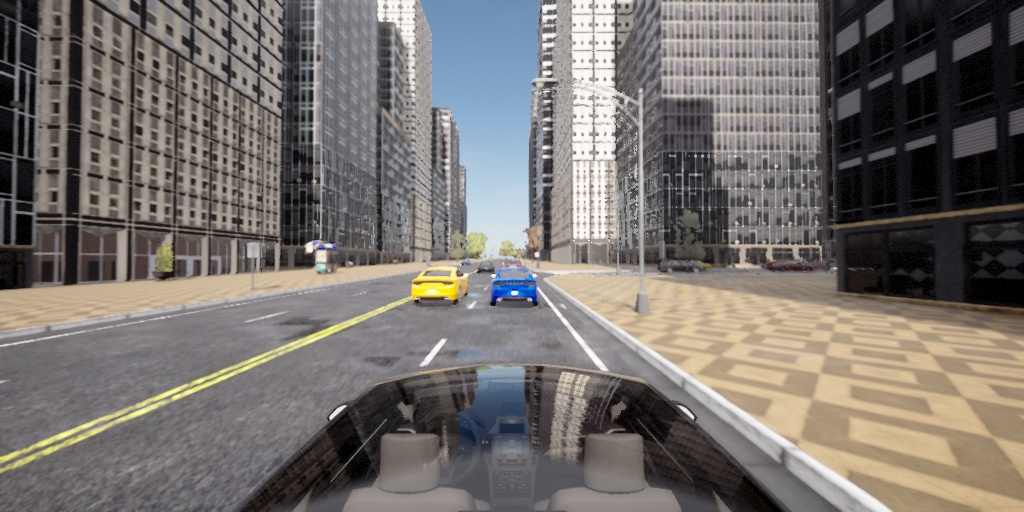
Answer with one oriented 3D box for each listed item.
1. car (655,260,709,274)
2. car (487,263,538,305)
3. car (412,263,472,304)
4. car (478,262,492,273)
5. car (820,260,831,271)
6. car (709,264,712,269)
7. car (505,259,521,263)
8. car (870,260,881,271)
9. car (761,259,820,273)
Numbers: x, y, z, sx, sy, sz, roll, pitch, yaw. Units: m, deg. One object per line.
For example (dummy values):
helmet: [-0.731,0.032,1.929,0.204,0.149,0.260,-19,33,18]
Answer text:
car: [16.685,1.077,35.863,4.403,1.370,2.007,0,0,-1]
car: [0.098,1.248,16.119,1.882,1.535,5.008,0,0,0]
car: [-3.152,1.248,16.557,1.882,1.535,5.008,0,0,0]
car: [-3.153,1.397,44.939,1.994,1.385,4.181,0,-1,0]
car: [34.523,1.022,41.867,4.181,1.385,1.994,-1,-1,0]
car: [21.965,1.147,44.312,4.829,1.417,1.751,0,0,-1]
car: [0.113,1.082,34.301,2.097,1.767,4.553,1,0,0]
car: [38.920,0.862,36.154,4.507,1.381,1.888,0,0,-1]
car: [27.802,1.004,36.008,4.207,1.307,1.802,0,0,-1]
